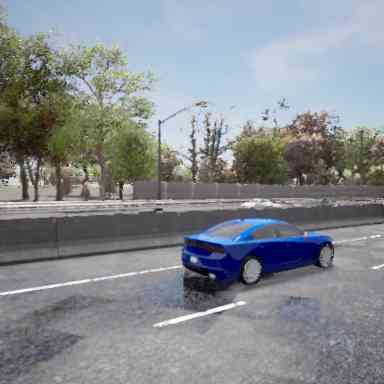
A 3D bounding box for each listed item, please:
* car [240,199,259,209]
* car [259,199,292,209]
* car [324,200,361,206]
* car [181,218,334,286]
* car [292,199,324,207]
[{"bbox_3d":[7.803,1.568,39.424,4.674,1.442,1.812,0,0,-37],"label":"car"},{"bbox_3d":[10.051,1.645,36.949,4.718,1.301,1.895,0,0,-35],"label":"car"},{"bbox_3d":[14.982,1.610,31.864,4.181,1.385,1.994,0,0,-35],"label":"car"},{"bbox_3d":[2.062,1.486,9.528,5.008,1.535,1.882,0,0,-35],"label":"car"},{"bbox_3d":[13.052,1.551,34.785,4.892,1.490,1.837,0,0,-35],"label":"car"}]
